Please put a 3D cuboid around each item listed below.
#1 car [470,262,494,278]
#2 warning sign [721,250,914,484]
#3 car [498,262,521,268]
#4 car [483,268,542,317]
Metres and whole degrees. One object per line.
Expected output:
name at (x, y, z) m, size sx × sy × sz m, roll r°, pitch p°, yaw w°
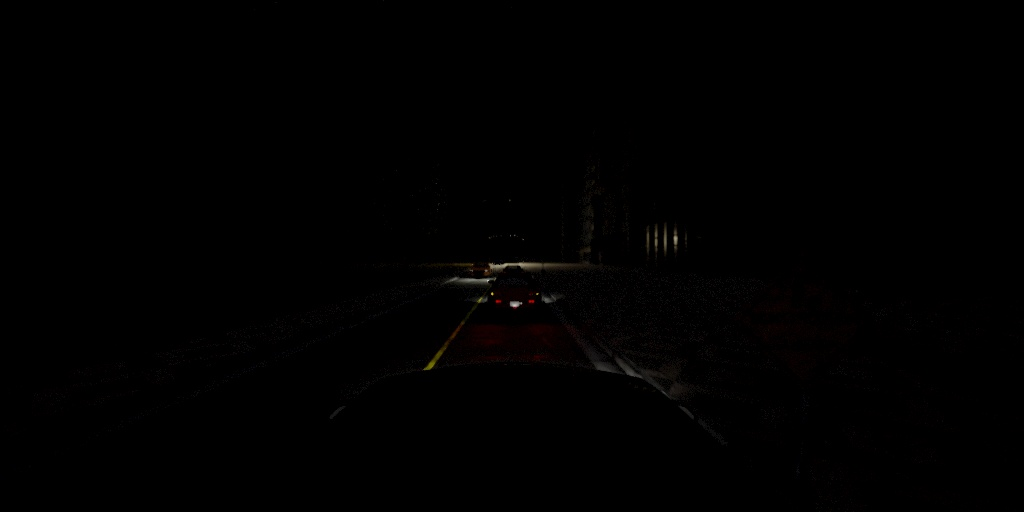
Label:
car at (-3.090, 1.359, 35.834) m, size 1.882 × 1.535 × 5.008 m, roll 0°, pitch 0°, yaw 0°
warning sign at (2.718, 0.873, 3.355) m, size 1.300 × 1.860 × 1.060 m, roll 0°, pitch 0°, yaw 0°
car at (0.099, 1.424, 29.751) m, size 1.994 × 1.385 × 4.181 m, roll 0°, pitch 0°, yaw 0°
car at (0.094, 1.325, 13.379) m, size 1.812 × 1.442 × 4.674 m, roll 0°, pitch 0°, yaw 0°
